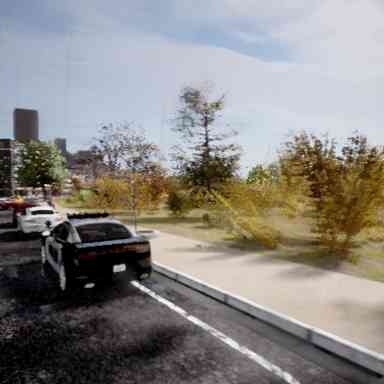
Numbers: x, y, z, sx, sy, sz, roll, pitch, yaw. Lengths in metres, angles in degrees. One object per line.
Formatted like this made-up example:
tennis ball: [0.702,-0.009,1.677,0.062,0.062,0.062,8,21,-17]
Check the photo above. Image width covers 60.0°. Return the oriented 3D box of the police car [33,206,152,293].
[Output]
police car: [-2.864,1.371,9.065,1.930,1.638,5.238,-1,1,-32]

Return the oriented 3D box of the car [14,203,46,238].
car: [-8.025,1.477,17.437,1.812,1.442,4.674,-1,1,-31]

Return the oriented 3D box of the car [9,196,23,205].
car: [-31.458,1.477,59.482,1.882,1.535,5.008,-1,1,-24]

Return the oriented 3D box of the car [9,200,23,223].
car: [-11.057,1.479,22.518,1.812,1.442,4.674,-1,1,-30]

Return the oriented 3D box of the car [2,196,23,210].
car: [-23.319,1.584,42.945,1.895,1.301,4.718,-1,1,-27]
